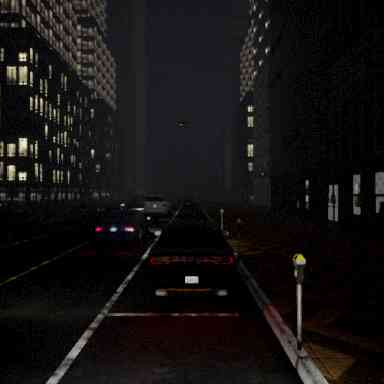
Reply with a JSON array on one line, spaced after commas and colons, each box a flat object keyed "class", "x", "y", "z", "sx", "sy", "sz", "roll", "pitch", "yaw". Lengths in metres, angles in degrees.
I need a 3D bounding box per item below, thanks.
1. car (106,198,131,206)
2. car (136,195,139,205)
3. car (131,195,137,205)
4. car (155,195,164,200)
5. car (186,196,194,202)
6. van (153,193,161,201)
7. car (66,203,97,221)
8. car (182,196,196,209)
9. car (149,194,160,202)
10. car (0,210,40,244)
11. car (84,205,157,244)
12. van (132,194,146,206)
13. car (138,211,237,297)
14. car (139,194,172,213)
[{"class": "car", "x": -8.833, "y": 1.537, "z": 38.569, "sx": 2.008, "sy": 1.369, "sz": 4.403, "roll": 0, "pitch": 0, "yaw": 0}, {"class": "car", "x": -6.169, "y": 1.488, "z": 46.832, "sx": 1.837, "sy": 1.490, "sz": 4.892, "roll": 0, "pitch": -1, "yaw": 0}, {"class": "car", "x": -8.833, "y": 1.523, "z": 49.953, "sx": 1.887, "sy": 1.381, "sz": 4.507, "roll": 0, "pitch": 0, "yaw": 0}, {"class": "car", "x": -8.832, "y": 1.504, "z": 89.799, "sx": 1.947, "sy": 1.339, "sz": 4.313, "roll": 0, "pitch": 0, "yaw": 0}, {"class": "car", "x": -0.452, "y": 1.533, "z": 78.399, "sx": 1.802, "sy": 1.307, "sz": 4.206, "roll": 0, "pitch": 0, "yaw": 0}, {"class": "van", "x": -8.831, "y": 1.286, "z": 84.106, "sx": 1.690, "sy": 1.788, "sz": 3.998, "roll": 0, "pitch": 0, "yaw": 0}, {"class": "car", "x": -8.832, "y": 1.575, "z": 27.183, "sx": 1.802, "sy": 1.307, "sz": 4.206, "roll": 0, "pitch": 0, "yaw": 0}, {"class": "car", "x": -0.452, "y": 1.548, "z": 44.248, "sx": 1.947, "sy": 1.339, "sz": 4.313, "roll": 0, "pitch": 0, "yaw": 0}, {"class": "car", "x": -8.832, "y": 1.391, "z": 78.413, "sx": 1.967, "sy": 1.590, "sz": 4.097, "roll": 0, "pitch": 0, "yaw": 0}, {"class": "car", "x": -8.833, "y": 1.563, "z": 15.800, "sx": 1.947, "sy": 1.339, "sz": 4.313, "roll": 0, "pitch": 0, "yaw": 0}, {"class": "car", "x": -3.134, "y": 1.545, "z": 15.814, "sx": 2.033, "sy": 1.411, "sz": 5.357, "roll": 0, "pitch": 0, "yaw": 0}, {"class": "van", "x": -8.832, "y": 1.315, "z": 55.646, "sx": 1.690, "sy": 1.788, "sz": 3.998, "roll": 0, "pitch": 0, "yaw": 0}, {"class": "car", "x": -0.006, "y": 1.477, "z": 8.649, "sx": 1.882, "sy": 1.535, "sz": 5.008, "roll": 0, "pitch": 0, "yaw": 0}, {"class": "car", "x": -3.135, "y": 1.216, "z": 30.841, "sx": 2.150, "sy": 2.045, "sz": 5.566, "roll": 0, "pitch": 0, "yaw": 0}]
